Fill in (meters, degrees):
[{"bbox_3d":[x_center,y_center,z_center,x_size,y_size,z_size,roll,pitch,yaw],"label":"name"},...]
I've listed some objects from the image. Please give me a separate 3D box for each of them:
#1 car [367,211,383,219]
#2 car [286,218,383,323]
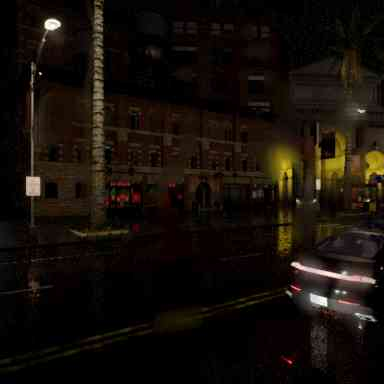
[{"bbox_3d":[9.014,1.526,14.703,4.674,1.442,1.812,0,0,-36],"label":"car"},{"bbox_3d":[3.982,1.492,6.652,4.902,1.511,2.128,0,0,-35],"label":"car"}]
